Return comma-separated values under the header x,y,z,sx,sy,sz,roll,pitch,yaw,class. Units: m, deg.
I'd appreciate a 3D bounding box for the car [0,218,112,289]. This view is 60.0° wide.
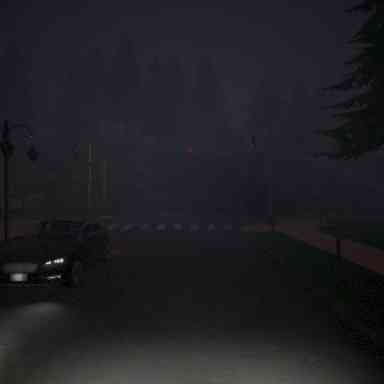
x,y,z,sx,sy,sz,roll,pitch,yaw,class
-3.621,1.526,9.394,2.128,1.511,4.902,0,0,0,car
